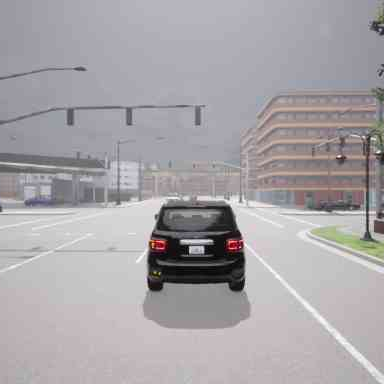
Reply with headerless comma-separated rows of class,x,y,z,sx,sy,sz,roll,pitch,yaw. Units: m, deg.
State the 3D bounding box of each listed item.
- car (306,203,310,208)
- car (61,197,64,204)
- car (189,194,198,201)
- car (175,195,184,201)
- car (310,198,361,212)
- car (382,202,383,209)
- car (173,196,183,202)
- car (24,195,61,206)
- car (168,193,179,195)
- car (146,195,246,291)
car,16.723,1.505,41.148,4.892,1.490,1.837,0,0,1
car,-23.974,1.456,56.867,3.806,1.475,1.970,0,0,1
car,0.287,1.372,81.202,2.128,1.511,4.902,0,0,0
car,-3.254,1.509,86.730,2.128,1.511,4.902,0,0,0
car,16.337,1.601,37.672,4.718,1.301,1.895,0,0,-3
car,25.895,1.352,41.061,4.553,1.767,2.097,0,0,0
car,-3.168,1.540,75.151,2.033,1.411,5.357,0,0,0
car,-23.263,1.295,51.115,4.611,1.667,2.242,0,0,1
car,-3.066,1.221,54.541,2.150,2.045,5.566,0,0,2
car,0.095,1.221,9.164,2.150,2.045,5.566,0,0,0
